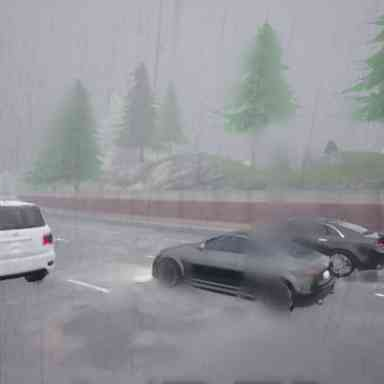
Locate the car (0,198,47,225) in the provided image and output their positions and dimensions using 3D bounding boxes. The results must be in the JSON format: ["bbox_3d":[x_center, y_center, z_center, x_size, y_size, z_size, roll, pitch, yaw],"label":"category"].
[{"bbox_3d":[-12.840,1.371,25.000,2.097,1.767,4.553,0,0,-44],"label":"car"}]

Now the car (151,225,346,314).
[{"bbox_3d":[1.042,1.584,7.742,4.181,1.385,1.994,0,0,37],"label":"car"}]

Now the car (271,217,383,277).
[{"bbox_3d":[3.353,1.536,10.361,4.892,1.490,1.837,0,0,37],"label":"car"}]

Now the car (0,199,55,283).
[{"bbox_3d":[-5.726,1.225,8.633,5.566,2.045,2.150,0,0,40],"label":"car"}]
